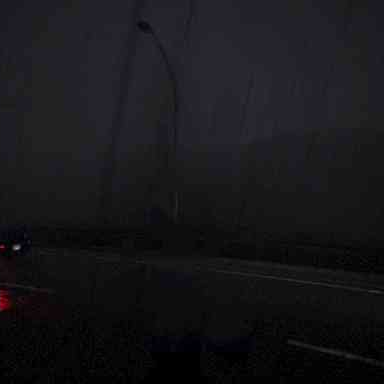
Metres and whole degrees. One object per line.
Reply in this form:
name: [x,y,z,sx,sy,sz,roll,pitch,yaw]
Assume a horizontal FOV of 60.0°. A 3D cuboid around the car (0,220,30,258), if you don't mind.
car: [-7.562,1.524,10.967,4.674,1.442,1.812,0,0,19]
